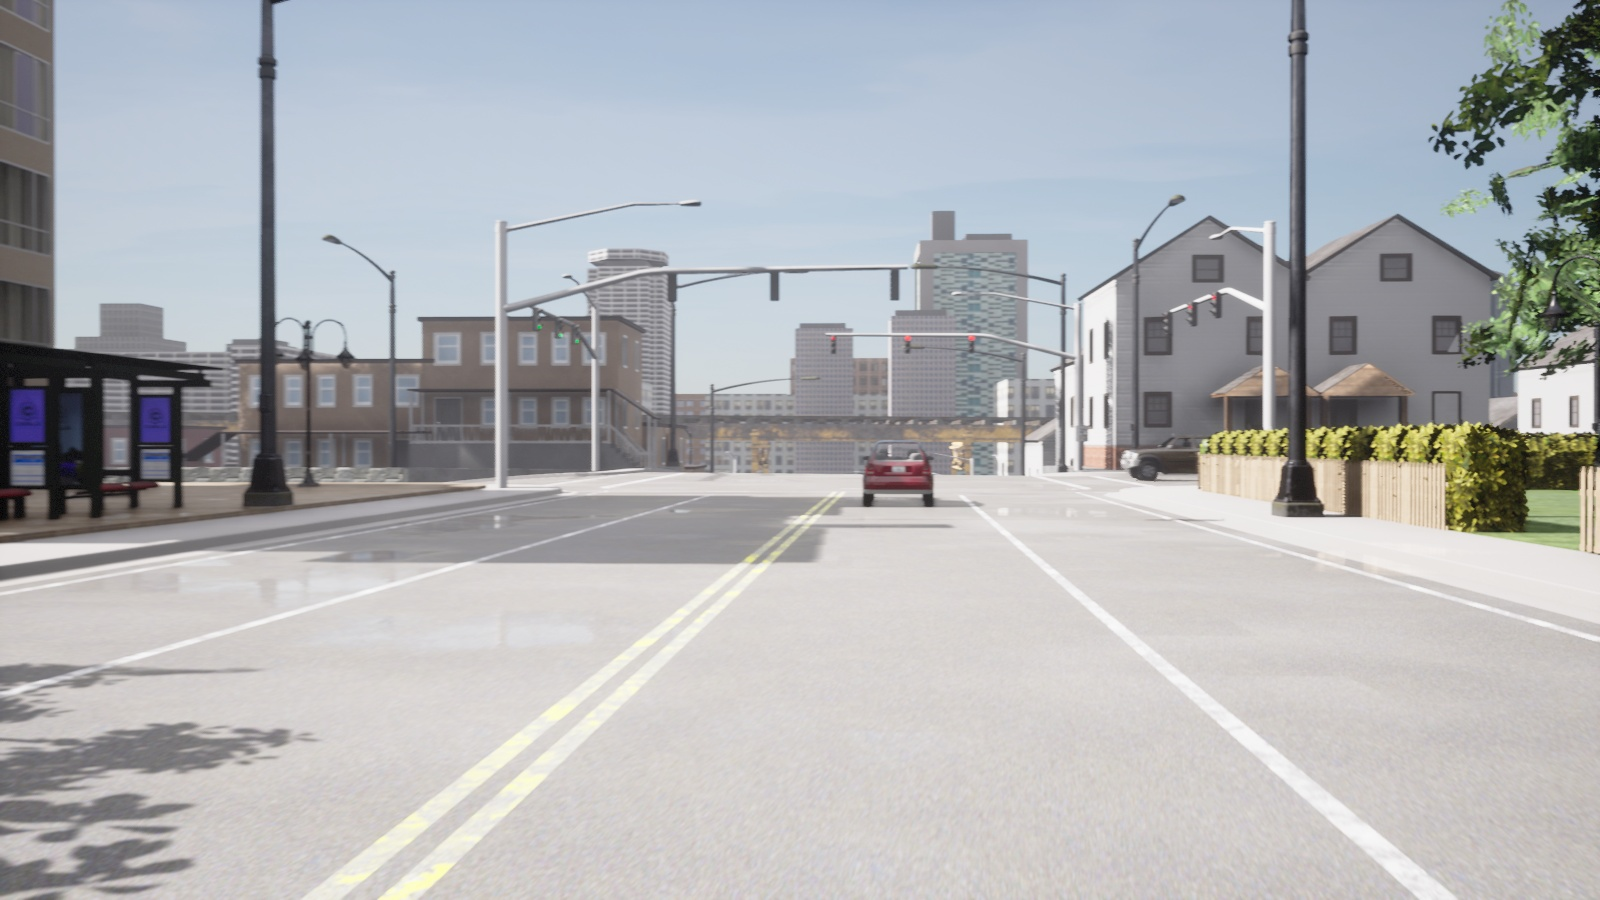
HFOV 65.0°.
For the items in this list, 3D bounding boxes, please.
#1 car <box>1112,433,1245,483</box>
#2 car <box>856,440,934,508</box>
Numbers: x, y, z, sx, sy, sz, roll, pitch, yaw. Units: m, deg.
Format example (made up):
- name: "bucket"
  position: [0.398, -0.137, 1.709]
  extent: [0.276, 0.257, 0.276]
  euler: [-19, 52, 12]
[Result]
- name: "car"
  position: [14.622, 0.296, 48.737]
  extent: [4.605, 1.855, 1.932]
  euler: [0, 0, 4]
- name: "car"
  position: [2.313, 0.545, 30.563]
  extent: [1.789, 1.549, 3.705]
  euler: [0, 0, 4]
